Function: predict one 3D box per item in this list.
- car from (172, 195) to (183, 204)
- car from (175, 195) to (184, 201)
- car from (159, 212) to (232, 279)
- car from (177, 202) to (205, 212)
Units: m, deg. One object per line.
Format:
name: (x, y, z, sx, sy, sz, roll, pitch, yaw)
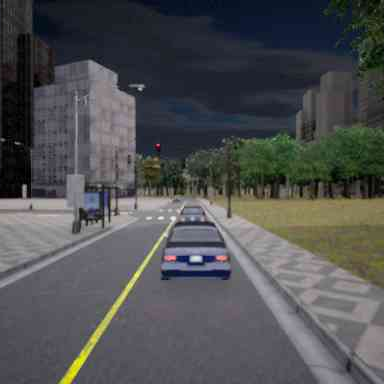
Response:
car: (-3.030, 1.469, 68.286, 2.097, 1.767, 4.553, 0, 0, 0)
car: (-3.089, 1.411, 83.738, 2.128, 1.511, 4.902, 0, 0, 0)
car: (0.090, 1.573, 10.066, 2.033, 1.411, 5.357, 0, 0, 0)
car: (0.074, 1.599, 21.708, 2.033, 1.411, 5.357, 0, 0, 1)
